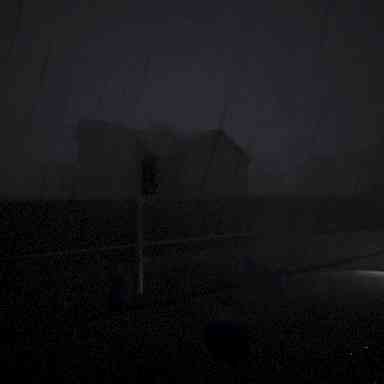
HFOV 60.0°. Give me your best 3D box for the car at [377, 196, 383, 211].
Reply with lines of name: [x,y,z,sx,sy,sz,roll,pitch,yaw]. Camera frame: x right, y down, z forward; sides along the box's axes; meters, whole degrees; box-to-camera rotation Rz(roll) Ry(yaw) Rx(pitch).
car: [17.845,1.125,30.177,1.845,1.501,3.633,0,0,-38]
